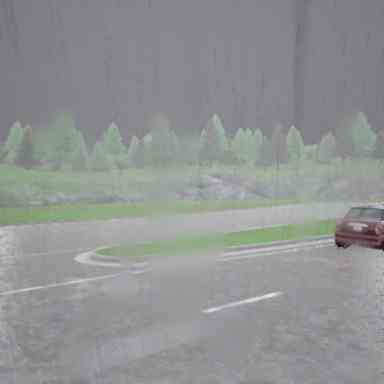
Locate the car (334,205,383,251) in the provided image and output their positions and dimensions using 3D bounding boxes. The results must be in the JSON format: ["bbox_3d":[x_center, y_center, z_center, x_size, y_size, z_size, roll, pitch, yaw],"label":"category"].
[{"bbox_3d":[7.591,1.254,12.699,4.553,1.767,2.097,-1,1,-31],"label":"car"}]
